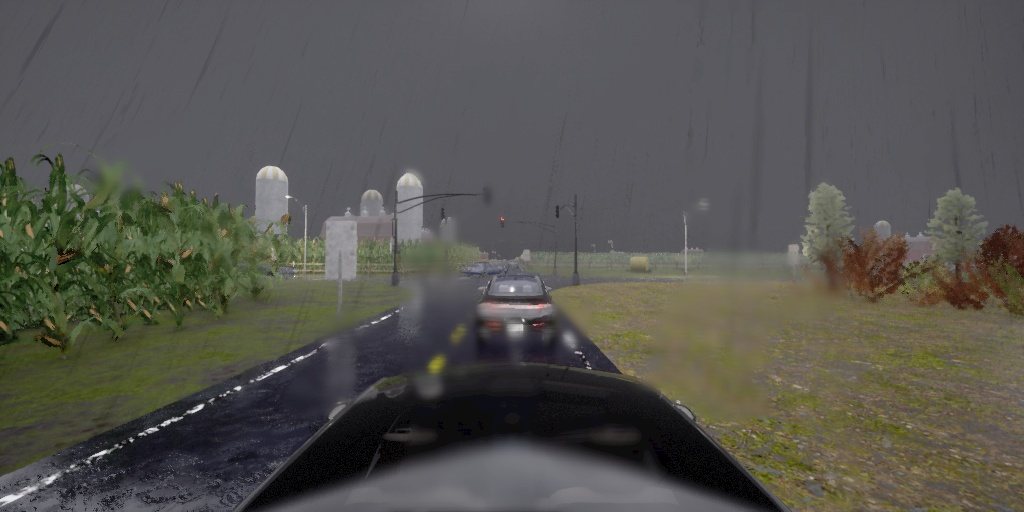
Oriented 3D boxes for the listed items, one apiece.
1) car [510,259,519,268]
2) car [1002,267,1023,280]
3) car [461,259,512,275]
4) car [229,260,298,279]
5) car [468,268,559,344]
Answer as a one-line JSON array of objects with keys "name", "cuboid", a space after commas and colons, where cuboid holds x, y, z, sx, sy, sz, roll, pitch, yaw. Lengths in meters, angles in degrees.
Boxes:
[{"name": "car", "cuboid": [0.173, 1.305, 63.945, 2.128, 1.511, 4.902, 0, 0, 0]}, {"name": "car", "cuboid": [48.666, 1.719, 33.478, 4.674, 1.442, 1.812, 1, -1, -5]}, {"name": "car", "cuboid": [-2.653, 1.302, 35.551, 2.033, 1.411, 5.357, 0, 0, 35]}, {"name": "car", "cuboid": [-19.830, 1.059, 28.760, 4.902, 1.511, 2.128, 0, -1, -3]}, {"name": "car", "cuboid": [0.101, 1.245, 9.624, 2.128, 1.511, 4.902, 0, 0, 0]}]
